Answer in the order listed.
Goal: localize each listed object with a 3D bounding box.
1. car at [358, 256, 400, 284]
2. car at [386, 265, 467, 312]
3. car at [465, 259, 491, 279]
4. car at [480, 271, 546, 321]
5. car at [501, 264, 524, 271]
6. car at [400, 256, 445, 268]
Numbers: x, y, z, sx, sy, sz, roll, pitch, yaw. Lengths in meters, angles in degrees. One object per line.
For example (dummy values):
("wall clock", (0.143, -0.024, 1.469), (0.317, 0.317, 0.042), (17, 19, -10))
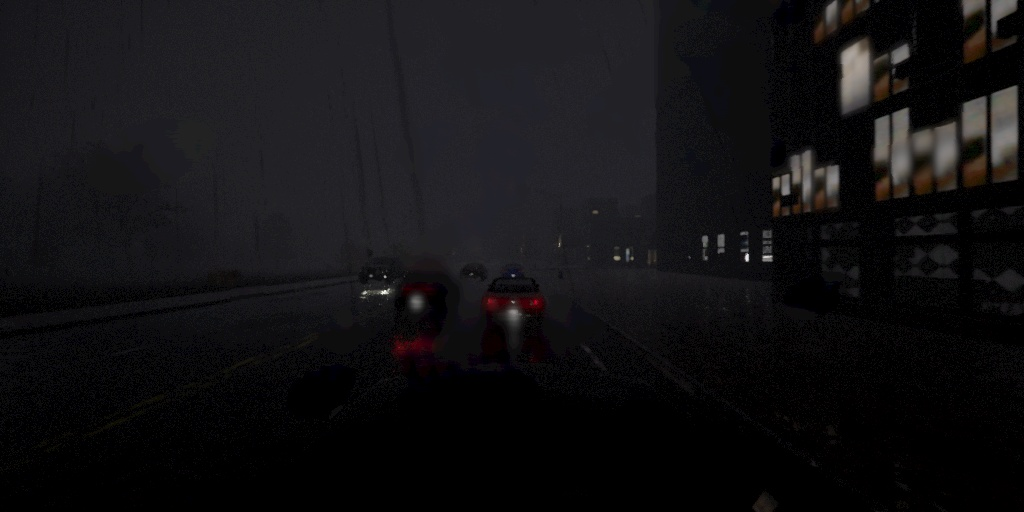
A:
("car", (-9.844, 1.041, 27.816), (2.150, 2.045, 5.566), (0, 0, 0))
("car", (-3.167, 1.288, 14.345), (1.837, 1.490, 4.892), (0, 0, 0))
("car", (-3.167, 1.305, 30.848), (1.882, 1.535, 5.008), (0, 0, 0))
("car", (0.080, 1.380, 12.604), (1.895, 1.301, 4.718), (0, 0, 0))
("car", (0.081, 1.351, 30.187), (1.812, 1.442, 4.674), (0, 0, 0))
("car", (-6.594, 1.042, 27.860), (2.150, 2.045, 5.566), (0, 0, 0))
